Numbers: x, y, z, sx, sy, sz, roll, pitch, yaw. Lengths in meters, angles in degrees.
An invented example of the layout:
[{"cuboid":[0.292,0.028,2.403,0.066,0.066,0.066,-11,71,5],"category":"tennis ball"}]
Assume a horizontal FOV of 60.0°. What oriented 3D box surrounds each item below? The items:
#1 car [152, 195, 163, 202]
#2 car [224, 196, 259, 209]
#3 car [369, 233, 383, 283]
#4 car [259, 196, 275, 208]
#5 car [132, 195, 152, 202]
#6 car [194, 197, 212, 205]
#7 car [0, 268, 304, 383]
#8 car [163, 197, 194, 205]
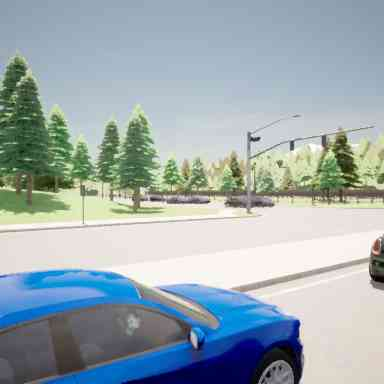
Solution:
[{"cuboid":[-7.597,1.472,72.881,1.882,1.535,5.008,0,0,-35],"category":"car"},{"cuboid":[6.569,1.505,46.315,1.837,1.490,4.892,0,0,-35],"category":"car"},{"cuboid":[6.520,1.352,8.418,4.553,1.767,2.097,0,0,-35],"category":"car"},{"cuboid":[9.767,1.352,47.851,2.097,1.767,4.553,0,0,-35],"category":"car"},{"cuboid":[-11.227,1.452,71.965,1.882,1.535,5.008,0,0,-35],"category":"car"},{"cuboid":[1.261,1.547,60.058,2.033,1.411,5.357,0,0,-35],"category":"car"},{"cuboid":[-1.050,1.478,2.999,5.008,1.535,1.882,0,0,-35],"category":"car"},{"cuboid":[-2.446,1.547,59.248,2.033,1.411,5.357,0,0,-35],"category":"car"}]
